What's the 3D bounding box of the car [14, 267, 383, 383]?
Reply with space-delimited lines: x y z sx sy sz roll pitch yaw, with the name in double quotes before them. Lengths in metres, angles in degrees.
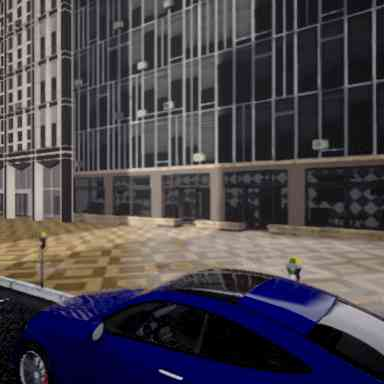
"car" 0.112 1.544 3.353 4.674 1.442 1.812 -1 0 35
